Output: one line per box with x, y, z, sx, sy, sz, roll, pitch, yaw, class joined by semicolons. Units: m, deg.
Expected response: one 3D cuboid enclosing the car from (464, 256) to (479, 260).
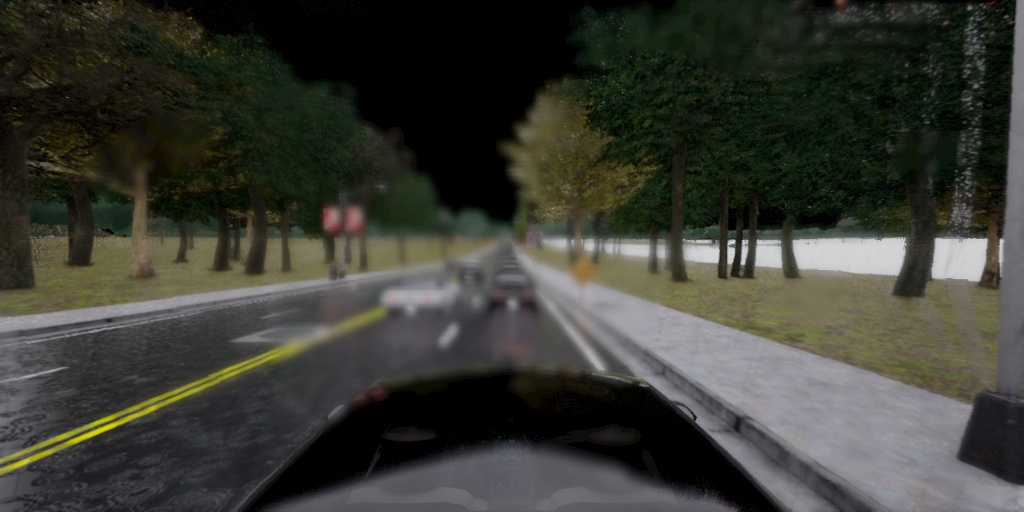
-6.545;1.012;59.301;2.150;2.045;5.566;0;0;1;car

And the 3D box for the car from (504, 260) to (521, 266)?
0.050;1.379;29.317;1.837;1.490;4.892;0;0;0;car

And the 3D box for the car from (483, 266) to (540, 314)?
0.049;1.336;14.302;1.837;1.490;4.892;0;0;0;car

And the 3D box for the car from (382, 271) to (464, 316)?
-3.205;1.427;13.682;1.895;1.301;4.718;0;0;1;car

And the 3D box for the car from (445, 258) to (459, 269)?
-9.795;1.141;59.451;2.097;1.767;4.553;0;0;0;car

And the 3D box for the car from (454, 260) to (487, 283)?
-3.199;1.379;29.306;1.837;1.490;4.892;0;0;0;car

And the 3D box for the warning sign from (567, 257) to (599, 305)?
2.852;0.948;14.633;1.300;1.860;1.060;0;0;0;warning sign
